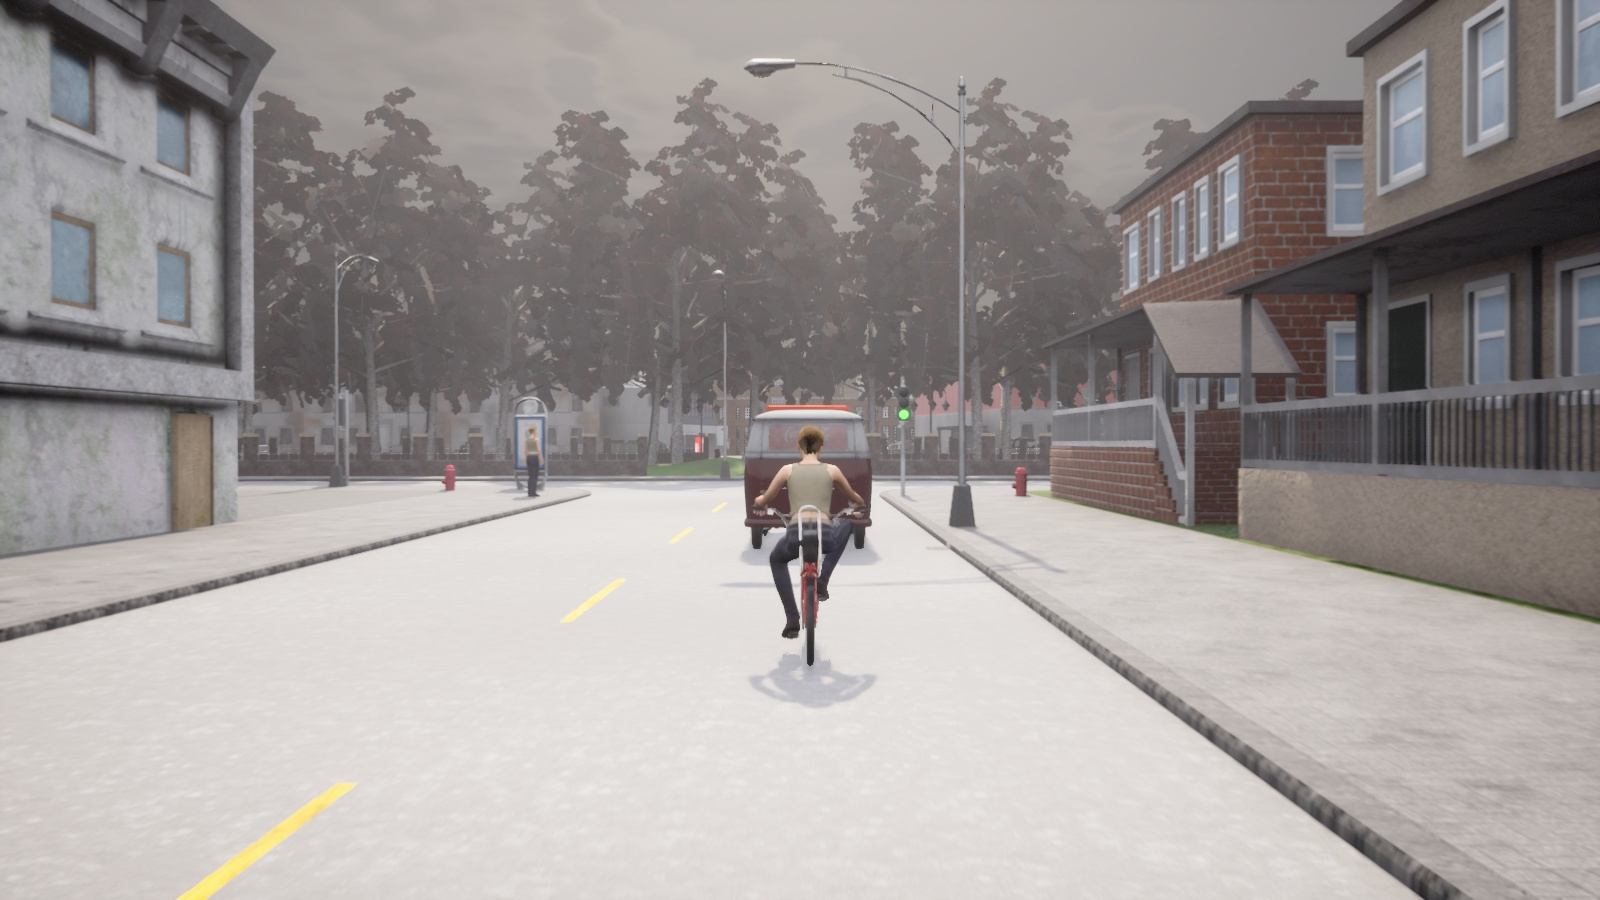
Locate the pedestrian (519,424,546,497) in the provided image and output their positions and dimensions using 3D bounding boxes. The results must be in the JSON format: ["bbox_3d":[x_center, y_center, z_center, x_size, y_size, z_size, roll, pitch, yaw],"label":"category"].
[{"bbox_3d":[-6.826,0.270,32.040,0.345,1.836,0.594,0,0,32],"label":"pedestrian"}]

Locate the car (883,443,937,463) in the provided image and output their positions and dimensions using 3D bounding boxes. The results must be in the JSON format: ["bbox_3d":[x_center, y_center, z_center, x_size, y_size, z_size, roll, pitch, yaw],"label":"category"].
[{"bbox_3d":[8.024,0.198,92.178,3.806,1.475,1.970,0,0,1],"label":"car"}]

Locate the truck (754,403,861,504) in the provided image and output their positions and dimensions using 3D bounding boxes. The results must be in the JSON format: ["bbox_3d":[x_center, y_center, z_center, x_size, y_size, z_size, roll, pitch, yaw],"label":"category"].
[{"bbox_3d":[0.204,0.071,33.525,2.627,2.467,5.204,0,0,0],"label":"truck"}]

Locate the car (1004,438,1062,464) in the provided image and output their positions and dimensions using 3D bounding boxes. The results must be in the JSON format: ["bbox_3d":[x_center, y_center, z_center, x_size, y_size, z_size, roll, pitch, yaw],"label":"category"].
[{"bbox_3d":[17.065,0.036,92.134,3.866,1.878,1.905,0,0,0],"label":"car"}]

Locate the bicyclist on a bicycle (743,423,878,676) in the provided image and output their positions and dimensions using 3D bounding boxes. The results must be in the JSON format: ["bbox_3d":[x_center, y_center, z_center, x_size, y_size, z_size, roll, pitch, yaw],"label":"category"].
[{"bbox_3d":[0.069,0.634,8.786,0.866,1.612,1.509,0,0,0],"label":"bicyclist on a bicycle"}]

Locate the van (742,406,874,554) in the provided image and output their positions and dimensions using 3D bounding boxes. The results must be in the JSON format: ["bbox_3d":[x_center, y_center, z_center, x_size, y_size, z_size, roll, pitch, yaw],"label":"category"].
[{"bbox_3d":[0.122,0.392,19.135,1.775,1.987,4.442,0,0,0],"label":"van"}]
